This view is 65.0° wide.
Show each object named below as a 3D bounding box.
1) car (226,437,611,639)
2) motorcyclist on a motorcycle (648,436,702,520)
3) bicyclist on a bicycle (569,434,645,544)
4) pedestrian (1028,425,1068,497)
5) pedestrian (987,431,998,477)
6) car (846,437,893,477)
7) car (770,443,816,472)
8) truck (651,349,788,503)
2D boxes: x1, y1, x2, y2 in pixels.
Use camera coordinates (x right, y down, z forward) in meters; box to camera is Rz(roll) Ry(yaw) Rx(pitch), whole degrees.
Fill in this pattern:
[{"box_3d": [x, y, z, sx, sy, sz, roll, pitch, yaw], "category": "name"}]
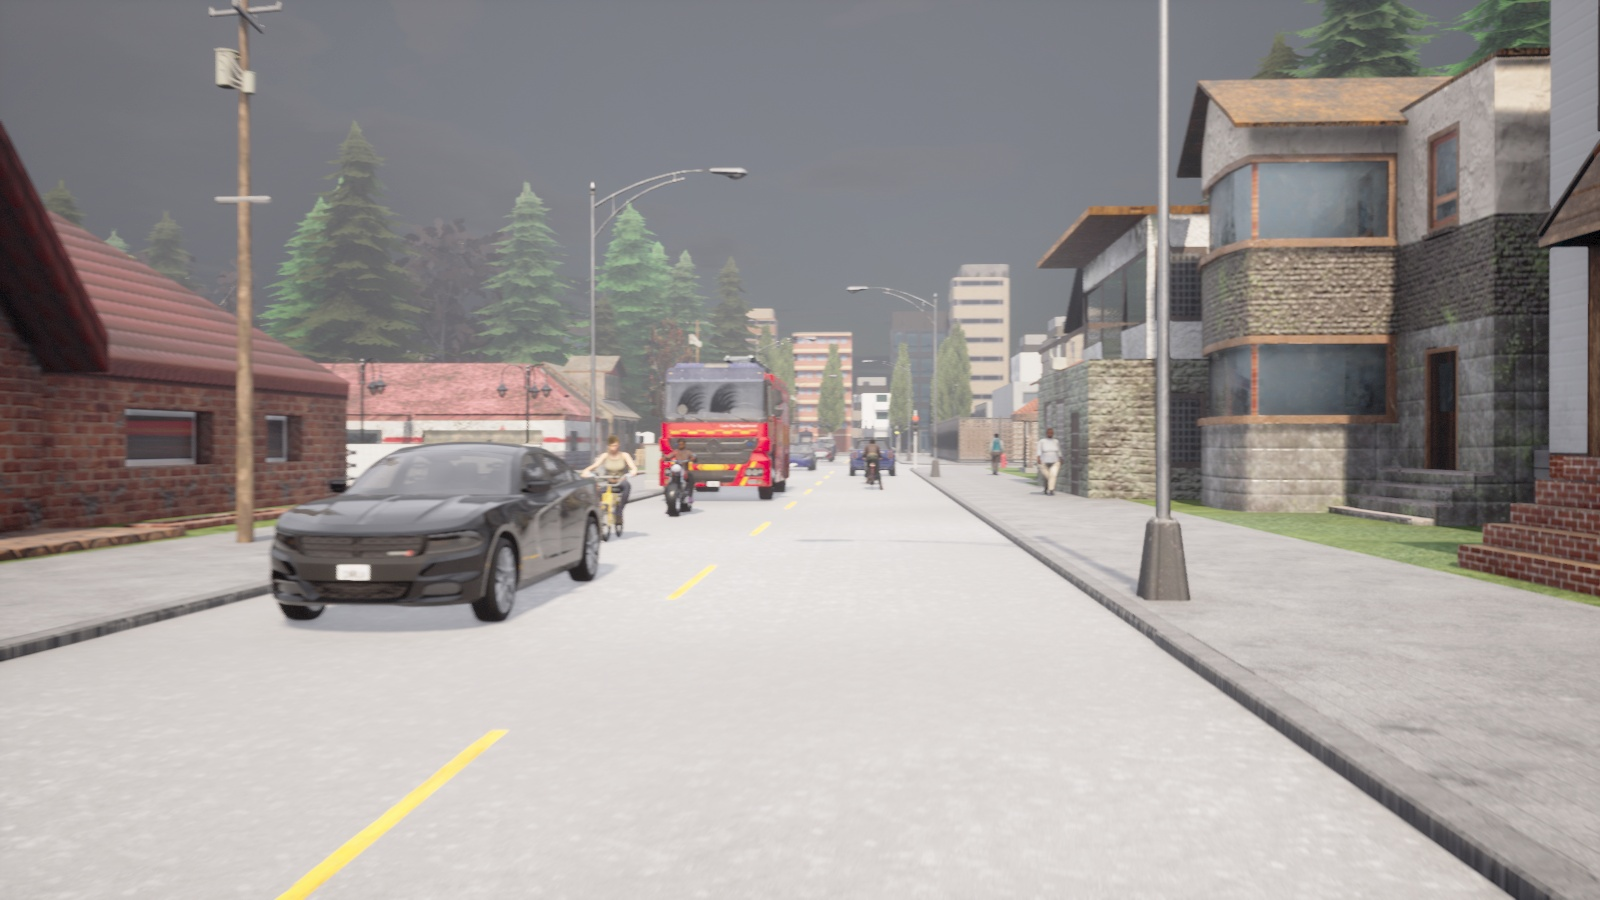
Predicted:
[{"box_3d": [-3.298, 0.651, 12.074, 1.882, 1.535, 5.008, 0, 0, 4], "category": "car"}, {"box_3d": [-2.555, 0.546, 25.998, 0.766, 1.649, 2.350, 0, 0, 3], "category": "motorcyclist on a motorcycle"}, {"box_3d": [-2.924, 0.571, 19.171, 0.866, 1.612, 1.509, 0, 0, 3], "category": "bicyclist on a bicycle"}, {"box_3d": [6.449, 0.279, 32.707, 0.874, 1.855, 0.900, 0, 0, 3], "category": "pedestrian"}, {"box_3d": [8.162, 0.166, 53.171, 0.396, 1.930, 0.692, 0, 0, 3], "category": "pedestrian"}, {"box_3d": [3.184, 0.282, 57.754, 2.097, 1.767, 4.553, 0, 0, 3], "category": "car"}, {"box_3d": [-0.343, 0.364, 67.501, 2.163, 1.488, 4.792, 0, 0, 3], "category": "car"}, {"box_3d": [-2.040, -0.621, 35.453, 2.891, 3.827, 8.468, 0, 0, 3], "category": "truck"}]
